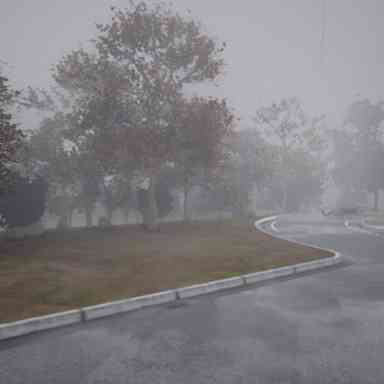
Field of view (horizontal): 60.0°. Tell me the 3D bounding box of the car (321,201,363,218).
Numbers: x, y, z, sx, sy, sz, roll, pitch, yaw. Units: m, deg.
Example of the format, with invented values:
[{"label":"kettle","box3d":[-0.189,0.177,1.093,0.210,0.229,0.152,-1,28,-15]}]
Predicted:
[{"label":"car","box3d":[14.294,1.596,31.669,4.902,1.511,2.128,0,0,-34]}]
